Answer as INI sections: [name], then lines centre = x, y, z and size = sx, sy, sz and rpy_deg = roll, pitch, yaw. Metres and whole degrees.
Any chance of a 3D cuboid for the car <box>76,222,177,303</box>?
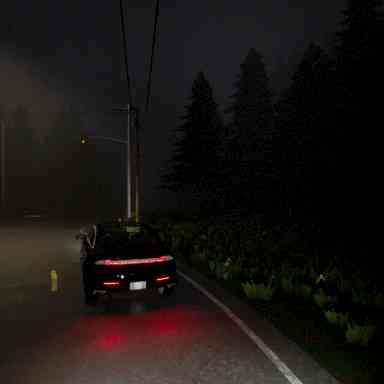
[car]
centre = -1.789, 1.492, 8.351
size = 2.128, 1.511, 4.902
rpy_deg = 0, 0, -19
